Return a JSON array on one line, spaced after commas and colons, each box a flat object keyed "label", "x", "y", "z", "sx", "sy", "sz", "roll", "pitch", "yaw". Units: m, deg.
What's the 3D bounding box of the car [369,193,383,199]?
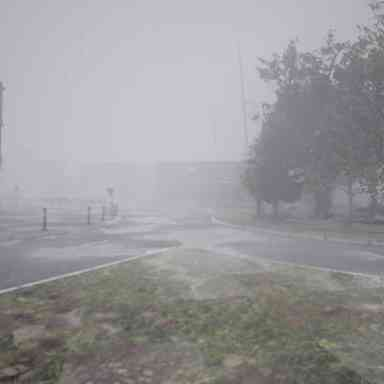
[{"label": "car", "x": 41.951, "y": 1.575, "z": 76.894, "sx": 1.946, "sy": 1.575, "sz": 5.366, "roll": 1, "pitch": 3, "yaw": 38}]

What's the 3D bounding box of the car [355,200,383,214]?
[{"label": "car", "x": 25.474, "y": 2.335, "z": 46.692, "sx": 4.674, "sy": 1.442, "sz": 1.812, "roll": 1, "pitch": -1, "yaw": 20}]

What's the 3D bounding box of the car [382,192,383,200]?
[{"label": "car", "x": 45.370, "y": 1.356, "z": 81.227, "sx": 1.946, "sy": 1.575, "sz": 5.366, "roll": 1, "pitch": 3, "yaw": 38}]

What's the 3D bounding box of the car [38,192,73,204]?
[{"label": "car", "x": -23.448, "y": 1.322, "z": 57.020, "sx": 5.008, "sy": 1.535, "sz": 1.882, "roll": 1, "pitch": -1, "yaw": 27}]

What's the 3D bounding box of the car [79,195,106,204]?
[{"label": "car", "x": -18.292, "y": 1.533, "z": 62.837, "sx": 2.163, "sy": 1.488, "sz": 4.792, "roll": 1, "pitch": -1, "yaw": 27}]

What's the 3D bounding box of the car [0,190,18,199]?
[{"label": "car", "x": -42.992, "y": 0.613, "z": 75.567, "sx": 2.435, "sy": 2.045, "sz": 5.566, "roll": 2, "pitch": 0, "yaw": 27}]

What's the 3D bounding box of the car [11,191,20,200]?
[{"label": "car", "x": -35.463, "y": 1.074, "z": 71.723, "sx": 2.231, "sy": 1.521, "sz": 4.892, "roll": 2, "pitch": 0, "yaw": 27}]

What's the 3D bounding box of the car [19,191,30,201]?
[{"label": "car", "x": -33.109, "y": 1.138, "z": 70.497, "sx": 2.097, "sy": 1.535, "sz": 5.008, "roll": 2, "pitch": 0, "yaw": 27}]

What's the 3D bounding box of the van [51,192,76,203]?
[{"label": "van", "x": -25.741, "y": 1.112, "z": 66.581, "sx": 1.878, "sy": 1.987, "sz": 4.442, "roll": 1, "pitch": 0, "yaw": 27}]

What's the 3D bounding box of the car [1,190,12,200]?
[{"label": "car", "x": -37.913, "y": 0.754, "z": 73.016, "sx": 2.435, "sy": 2.045, "sz": 5.566, "roll": 2, "pitch": 0, "yaw": 27}]

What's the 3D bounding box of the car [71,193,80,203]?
[{"label": "car", "x": -23.091, "y": 1.276, "z": 65.381, "sx": 2.185, "sy": 1.767, "sz": 4.553, "roll": 1, "pitch": 0, "yaw": 27}]

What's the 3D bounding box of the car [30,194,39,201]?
[{"label": "car", "x": -30.508, "y": 1.086, "z": 69.200, "sx": 2.185, "sy": 1.767, "sz": 4.553, "roll": 2, "pitch": 0, "yaw": 27}]
